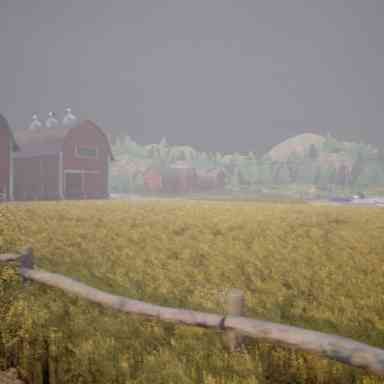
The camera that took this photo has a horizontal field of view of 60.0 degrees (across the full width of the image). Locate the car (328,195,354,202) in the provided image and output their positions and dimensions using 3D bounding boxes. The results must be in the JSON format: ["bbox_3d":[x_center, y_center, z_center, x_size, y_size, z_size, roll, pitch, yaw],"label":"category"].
[{"bbox_3d":[32.184,1.403,72.793,4.611,1.667,2.242,1,1,35],"label":"car"}]
